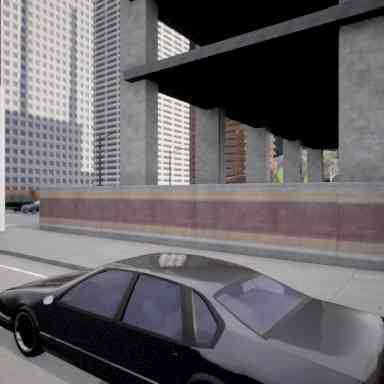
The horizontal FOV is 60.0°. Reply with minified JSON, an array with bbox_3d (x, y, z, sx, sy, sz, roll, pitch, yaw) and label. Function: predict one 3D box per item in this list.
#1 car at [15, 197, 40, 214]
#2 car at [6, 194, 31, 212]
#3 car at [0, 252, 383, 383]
[{"bbox_3d":[-15.732,1.526,35.357,1.812,1.442,4.674,0,0,36],"label":"car"},{"bbox_3d":[-19.873,1.221,35.634,2.150,2.045,5.566,0,0,36],"label":"car"},{"bbox_3d":[-0.411,1.547,4.285,5.357,1.411,2.033,0,0,35],"label":"car"}]
